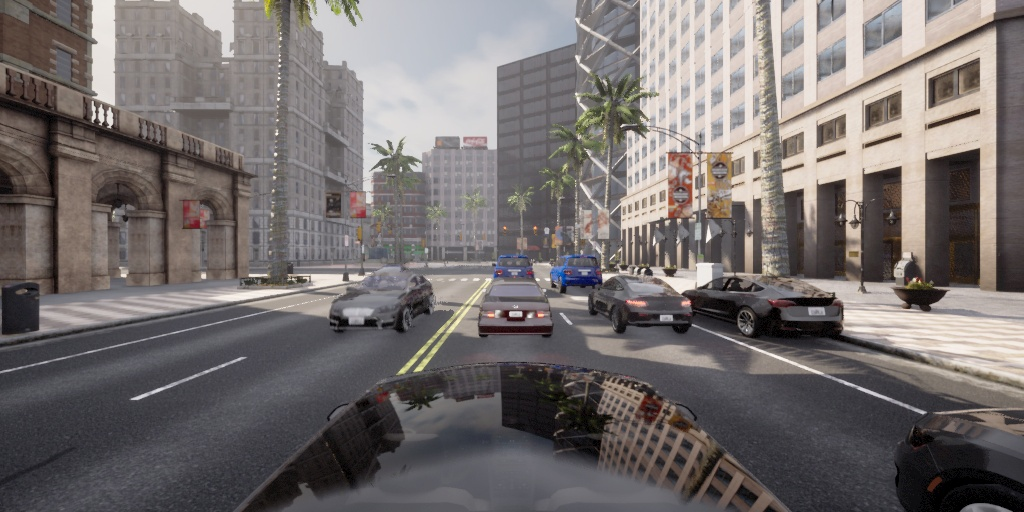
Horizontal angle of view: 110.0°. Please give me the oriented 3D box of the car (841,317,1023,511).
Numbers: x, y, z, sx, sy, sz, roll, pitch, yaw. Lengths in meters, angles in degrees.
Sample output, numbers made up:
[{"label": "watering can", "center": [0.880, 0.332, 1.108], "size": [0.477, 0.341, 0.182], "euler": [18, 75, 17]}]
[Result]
[{"label": "car", "center": [3.600, 1.255, 0.450], "size": [1.837, 1.490, 4.892], "euler": [0, 0, 0]}]

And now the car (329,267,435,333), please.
[{"label": "car", "center": [-3.619, 1.242, 10.792], "size": [2.128, 1.511, 4.902], "euler": [0, 0, 0]}]

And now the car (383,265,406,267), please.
[{"label": "car", "center": [-7.102, 1.276, 21.371], "size": [1.812, 1.442, 4.674], "euler": [0, 0, 0]}]

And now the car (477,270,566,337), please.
[{"label": "car", "center": [0.070, 1.297, 10.235], "size": [2.033, 1.411, 5.357], "euler": [0, 0, 0]}]

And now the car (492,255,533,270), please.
[{"label": "car", "center": [0.048, 0.971, 20.455], "size": [2.150, 2.045, 5.566], "euler": [0, 0, -2]}]

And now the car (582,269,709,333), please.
[{"label": "car", "center": [3.564, 1.276, 10.625], "size": [1.812, 1.442, 4.674], "euler": [0, 0, -1]}]

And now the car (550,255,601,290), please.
[{"label": "car", "center": [3.547, 0.971, 20.589], "size": [2.150, 2.045, 5.566], "euler": [0, 0, -2]}]
